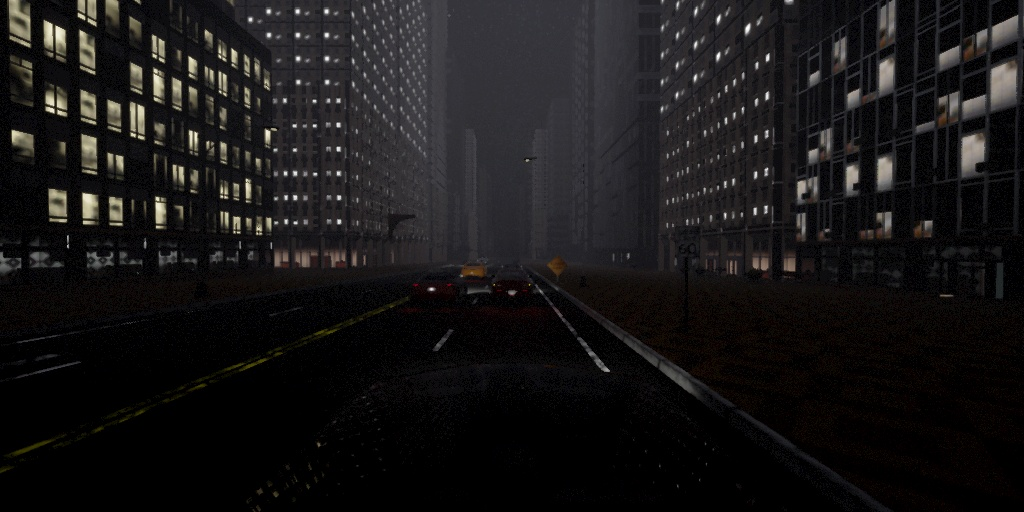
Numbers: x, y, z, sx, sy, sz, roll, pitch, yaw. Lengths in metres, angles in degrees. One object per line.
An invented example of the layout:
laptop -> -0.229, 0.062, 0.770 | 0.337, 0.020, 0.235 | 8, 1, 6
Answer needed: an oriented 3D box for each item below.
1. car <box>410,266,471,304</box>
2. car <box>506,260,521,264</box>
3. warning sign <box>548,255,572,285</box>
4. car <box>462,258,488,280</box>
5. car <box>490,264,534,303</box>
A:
car -> -3.250, 1.317, 16.503 | 1.994, 1.385, 4.181 | 0, 0, 0
car -> 0.000, 1.313, 31.504 | 1.994, 1.385, 4.181 | 0, 0, 0
warning sign -> 2.850, 0.858, 22.470 | 1.300, 1.860, 1.060 | 0, 0, 0
car -> -3.250, 1.225, 31.504 | 1.882, 1.535, 5.008 | 0, 0, 0
car -> 0.000, 1.278, 16.502 | 1.812, 1.442, 4.674 | 0, 0, 0
